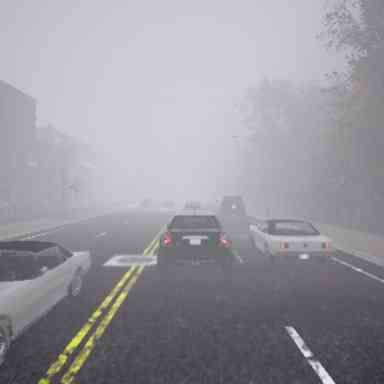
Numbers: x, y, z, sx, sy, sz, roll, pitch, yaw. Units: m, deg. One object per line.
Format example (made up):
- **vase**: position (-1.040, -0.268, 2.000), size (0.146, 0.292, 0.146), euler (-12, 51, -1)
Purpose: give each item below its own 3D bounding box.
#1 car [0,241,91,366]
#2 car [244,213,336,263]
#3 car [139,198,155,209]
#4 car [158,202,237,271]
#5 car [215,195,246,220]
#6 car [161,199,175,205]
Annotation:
- **car**: position (-3.358, 1.618, 5.776), size (1.895, 1.301, 4.718), euler (0, 0, 0)
- **car**: position (3.337, 1.636, 12.104), size (1.895, 1.301, 4.718), euler (0, 0, 0)
- **car**: position (-6.628, 1.642, 49.326), size (1.837, 1.490, 4.892), euler (0, 0, 0)
- **car**: position (0.088, 1.384, 11.153), size (2.097, 1.767, 4.553), euler (0, 0, 0)
- **car**: position (3.320, 1.305, 29.067), size (2.150, 2.045, 5.566), euler (0, 0, 0)
- **car**: position (-3.371, 1.703, 48.731), size (1.994, 1.385, 4.181), euler (0, 0, 0)
